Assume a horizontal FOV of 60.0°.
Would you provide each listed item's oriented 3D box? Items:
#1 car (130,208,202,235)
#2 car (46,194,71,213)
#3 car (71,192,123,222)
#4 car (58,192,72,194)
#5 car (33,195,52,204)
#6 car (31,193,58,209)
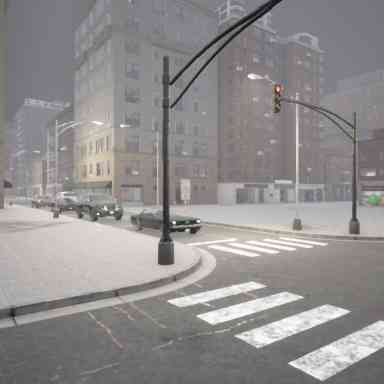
[{"bbox_3d":[-1.498,1.529,17.856,1.895,1.301,4.718,0,0,-36],"label":"car"},{"bbox_3d":[-13.213,1.311,34.287,1.882,1.535,5.008,0,0,-36],"label":"car"},{"bbox_3d":[-7.341,1.102,26.032,2.150,2.045,5.566,0,0,-35],"label":"car"},{"bbox_3d":[-17.206,1.006,44.938,2.150,2.045,5.566,0,0,-35],"label":"car"},{"bbox_3d":[-25.467,1.269,56.518,2.033,1.411,5.357,0,0,-35],"label":"car"},{"bbox_3d":[-19.118,1.139,42.622,2.097,1.767,4.553,0,0,-35],"label":"car"}]
